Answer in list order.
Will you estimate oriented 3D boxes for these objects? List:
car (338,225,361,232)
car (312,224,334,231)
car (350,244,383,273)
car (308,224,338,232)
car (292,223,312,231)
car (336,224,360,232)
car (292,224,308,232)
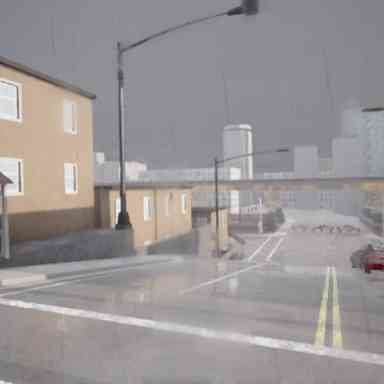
[{"bbox_3d":[35.291,8.199,75.066,2.038,1.542,4.974,-2,1,-39],"label":"car"},{"bbox_3d":[30.074,8.137,76.384,4.536,1.218,1.853,-1,0,-14],"label":"car"},{"bbox_3d":[9.392,3.342,16.884,1.994,1.385,4.181,0,-8,16],"label":"car"},{"bbox_3d":[30.027,8.295,76.372,4.974,1.542,2.038,-1,0,-14],"label":"car"},{"bbox_3d":[25.735,8.211,78.156,1.853,1.218,4.536,-1,0,-24],"label":"car"},{"bbox_3d":[35.255,8.042,75.104,1.853,1.218,4.536,-2,1,-39],"label":"car"},{"bbox_3d":[25.760,8.368,78.110,2.038,1.542,4.974,-1,0,-24],"label":"car"}]
